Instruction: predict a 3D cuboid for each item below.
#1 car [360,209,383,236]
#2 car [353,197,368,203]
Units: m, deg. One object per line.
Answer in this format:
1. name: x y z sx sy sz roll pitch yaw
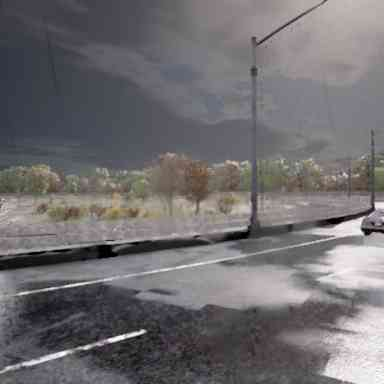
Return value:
1. car: 10.948 1.651 18.327 2.033 1.411 5.357 0 0 43
2. car: 39.822 1.988 78.662 2.033 1.411 5.357 0 0 8
